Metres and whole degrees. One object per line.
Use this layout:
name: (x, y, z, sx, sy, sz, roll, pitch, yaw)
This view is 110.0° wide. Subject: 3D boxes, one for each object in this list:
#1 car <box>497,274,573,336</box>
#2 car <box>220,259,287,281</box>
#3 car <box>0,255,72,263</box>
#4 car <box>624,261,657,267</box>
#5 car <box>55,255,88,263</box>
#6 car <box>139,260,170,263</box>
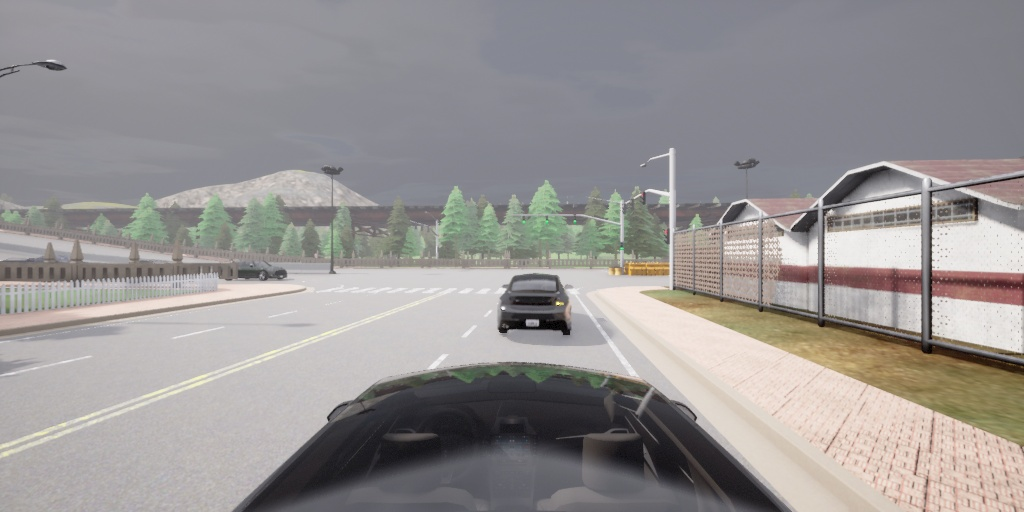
car: (0.721, 1.260, 10.553, 1.837, 1.490, 4.892, 0, 0, 6)
car: (-21.193, 1.111, 29.712, 4.553, 1.767, 2.097, 0, 0, 6)
car: (-41.946, 0.855, 31.218, 4.718, 1.301, 1.895, 4, 0, 4)
car: (15.720, 1.369, 41.492, 4.718, 1.301, 1.895, 0, 0, 4)
car: (-44.052, 0.637, 34.874, 5.357, 1.411, 2.033, 4, 0, 4)
car: (-30.614, 1.266, 30.416, 5.357, 1.411, 2.033, 1, 0, 4)
